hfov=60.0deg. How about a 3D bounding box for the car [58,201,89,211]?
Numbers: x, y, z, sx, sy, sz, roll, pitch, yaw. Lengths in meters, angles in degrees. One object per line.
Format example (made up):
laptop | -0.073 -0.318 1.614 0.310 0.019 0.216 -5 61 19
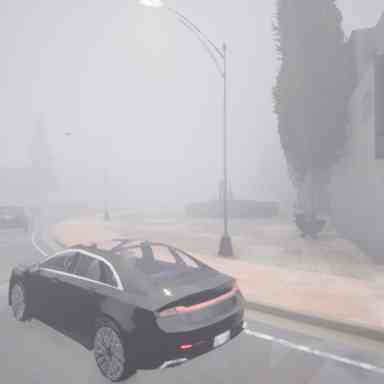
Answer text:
car | -18.117 2.253 51.921 1.895 1.301 4.718 -1 -1 16

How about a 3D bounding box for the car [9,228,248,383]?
car | -1.423 1.560 5.616 4.902 1.511 2.128 -1 -1 43

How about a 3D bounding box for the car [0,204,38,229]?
car | -11.930 1.658 22.362 2.097 1.767 4.553 0 -1 -20

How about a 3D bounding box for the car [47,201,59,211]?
car | -21.631 2.185 52.342 1.837 1.490 4.892 -1 -1 16

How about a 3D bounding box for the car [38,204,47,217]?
car | -17.350 1.945 34.699 1.882 1.535 5.008 -1 0 -1
